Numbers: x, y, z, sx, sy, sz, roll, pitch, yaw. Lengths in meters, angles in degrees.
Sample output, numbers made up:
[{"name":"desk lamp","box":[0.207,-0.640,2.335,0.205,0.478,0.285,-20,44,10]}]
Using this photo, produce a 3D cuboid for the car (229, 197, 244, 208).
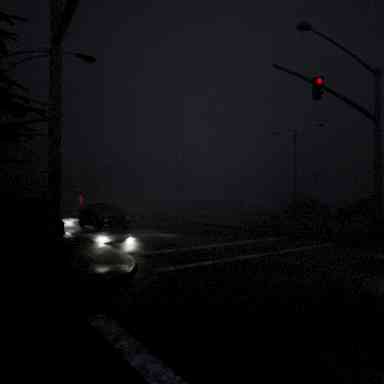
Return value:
[{"name":"car","box":[6.272,1.711,54.696,2.152,1.636,5.027,1,-1,-35]}]

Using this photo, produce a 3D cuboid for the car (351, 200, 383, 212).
[{"name":"car","box":[24.213,1.888,45.085,2.007,1.523,4.514,1,-1,-35]}]

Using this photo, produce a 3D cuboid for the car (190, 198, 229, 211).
[{"name":"car","box":[2.157,1.718,42.903,2.007,1.523,4.514,1,-1,-35]}]

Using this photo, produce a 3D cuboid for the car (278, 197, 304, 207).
[{"name":"car","box":[18.963,1.827,63.946,1.932,1.855,4.605,1,-1,-35]}]

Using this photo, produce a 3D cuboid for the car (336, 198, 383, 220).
[{"name":"car","box":[15.316,1.469,30.260,1.905,1.878,3.866,1,-1,-35]}]

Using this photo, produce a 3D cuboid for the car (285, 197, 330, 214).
[{"name":"car","box":[13.556,1.555,38.603,1.932,1.855,4.605,1,-1,-35]}]

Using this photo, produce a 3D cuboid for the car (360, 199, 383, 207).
[{"name":"car","box":[36.097,2.254,66.577,1.970,1.475,3.806,1,-1,-35]}]

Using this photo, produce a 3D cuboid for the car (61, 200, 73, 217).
[{"name":"car","box":[-12.393,1.507,30.508,2.128,1.511,4.902,1,-1,-34]}]

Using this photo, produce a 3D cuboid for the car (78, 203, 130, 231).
[{"name":"car","box":[-5.464,1.445,20.378,1.882,1.535,5.008,1,-1,-34]}]

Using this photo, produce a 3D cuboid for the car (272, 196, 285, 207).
[{"name":"car","box":[16.806,1.774,61.958,1.905,1.878,3.866,1,-1,-35]}]

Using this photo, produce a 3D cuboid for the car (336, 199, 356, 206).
[{"name":"car","box":[34.339,2.304,74.378,1.845,1.501,3.633,1,-1,-35]}]
